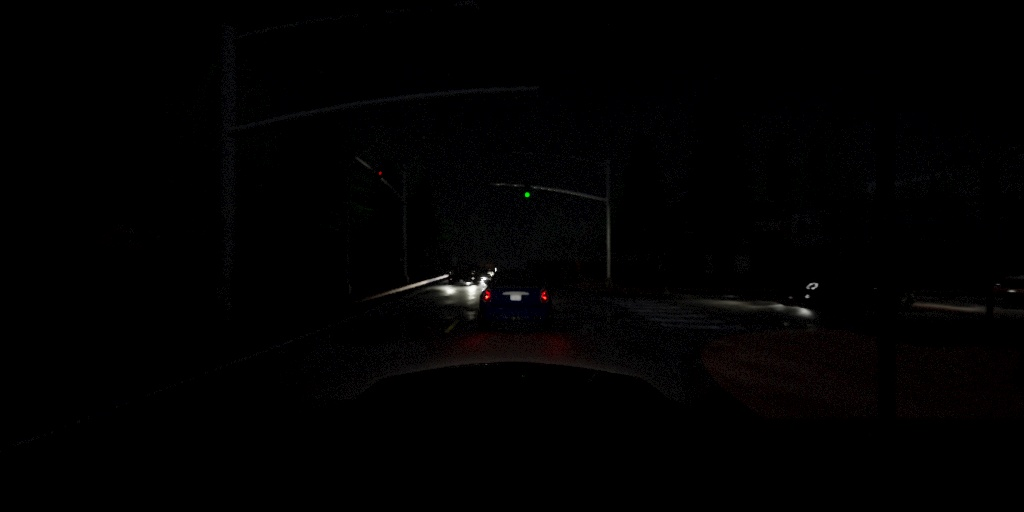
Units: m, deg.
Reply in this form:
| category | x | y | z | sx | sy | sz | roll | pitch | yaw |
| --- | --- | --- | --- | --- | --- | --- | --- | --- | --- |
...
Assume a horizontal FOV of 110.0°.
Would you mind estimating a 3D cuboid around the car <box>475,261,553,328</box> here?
| category | x | y | z | sx | sy | sz | roll | pitch | yaw |
| --- | --- | --- | --- | --- | --- | --- | --- | --- | --- |
| car | 0.108 | 1.189 | 11.986 | 2.097 | 1.767 | 4.553 | 1 | -1 | 0 |

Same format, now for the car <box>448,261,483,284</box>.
| category | x | y | z | sx | sy | sz | roll | pitch | yaw |
| --- | --- | --- | --- | --- | --- | --- | --- | --- | --- |
| car | -3.599 | 1.184 | 27.860 | 2.097 | 1.767 | 4.553 | 0 | 0 | 0 |

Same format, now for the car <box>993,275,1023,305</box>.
| category | x | y | z | sx | sy | sz | roll | pitch | yaw |
| --- | --- | --- | --- | --- | --- | --- | --- | --- | --- |
| car | 24.400 | 1.171 | 15.025 | 5.566 | 2.045 | 2.150 | 0 | 0 | 11 |

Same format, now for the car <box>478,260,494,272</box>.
| category | x | y | z | sx | sy | sz | roll | pitch | yaw |
| --- | --- | --- | --- | --- | --- | --- | --- | --- | --- |
| car | -3.566 | 1.381 | 50.333 | 1.882 | 1.535 | 5.008 | 0 | 0 | 0 |

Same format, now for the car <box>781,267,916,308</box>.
| category | x | y | z | sx | sy | sz | roll | pitch | yaw |
| --- | --- | --- | --- | --- | --- | --- | --- | --- | --- |
| car | 14.866 | 1.305 | 16.092 | 4.553 | 1.767 | 2.097 | 0 | 0 | 5 |
